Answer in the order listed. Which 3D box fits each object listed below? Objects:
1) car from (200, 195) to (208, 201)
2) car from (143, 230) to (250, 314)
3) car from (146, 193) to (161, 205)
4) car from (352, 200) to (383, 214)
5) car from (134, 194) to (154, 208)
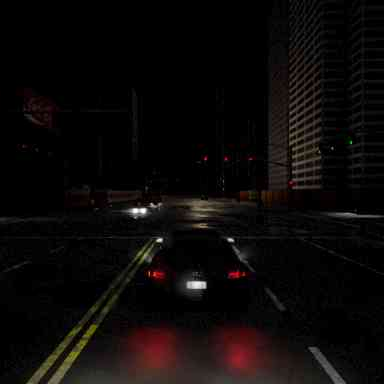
[{"bbox_3d":[3.268,1.525,87.544,2.128,1.511,4.902,0,0,0],"label":"car"},{"bbox_3d":[0.076,1.564,7.706,1.994,1.385,4.181,0,0,0],"label":"car"},{"bbox_3d":[-7.229,1.221,58.039,2.150,2.045,5.566,0,0,0],"label":"car"},{"bbox_3d":[19.626,1.547,34.492,5.357,1.411,2.033,0,0,0],"label":"car"},{"bbox_3d":[-7.214,1.491,48.086,2.128,1.511,4.902,0,0,0],"label":"car"}]
